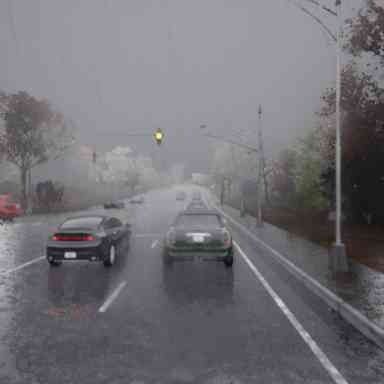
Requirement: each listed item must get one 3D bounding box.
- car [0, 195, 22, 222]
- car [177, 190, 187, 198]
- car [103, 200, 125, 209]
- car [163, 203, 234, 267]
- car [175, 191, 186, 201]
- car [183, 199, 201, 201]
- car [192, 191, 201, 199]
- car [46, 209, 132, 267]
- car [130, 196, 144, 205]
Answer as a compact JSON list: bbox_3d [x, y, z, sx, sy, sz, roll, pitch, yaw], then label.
[{"bbox_3d":[-15.550,1.248,24.461,5.566,2.045,2.150,0,0,-3],"label":"car"},{"bbox_3d":[-2.363,0.447,79.885,2.033,1.411,5.357,0,3,1],"label":"car"},{"bbox_3d":[-10.025,1.649,43.056,1.895,1.301,4.718,0,0,1],"label":"car"},{"bbox_3d":[0.207,1.366,11.646,2.097,1.767,4.553,0,0,1],"label":"car"},{"bbox_3d":[-2.524,1.132,69.468,2.033,1.411,5.357,0,3,1],"label":"car"},{"bbox_3d":[0.422,1.578,27.224,2.033,1.411,5.357,0,0,1],"label":"car"},{"bbox_3d":[0.975,1.132,69.414,2.033,1.411,5.357,0,3,1],"label":"car"},{"bbox_3d":[-3.307,1.515,11.495,1.837,1.490,4.892,0,-1,0],"label":"car"},{"bbox_3d":[-9.723,1.479,59.329,1.882,1.535,5.008,0,1,1],"label":"car"}]
